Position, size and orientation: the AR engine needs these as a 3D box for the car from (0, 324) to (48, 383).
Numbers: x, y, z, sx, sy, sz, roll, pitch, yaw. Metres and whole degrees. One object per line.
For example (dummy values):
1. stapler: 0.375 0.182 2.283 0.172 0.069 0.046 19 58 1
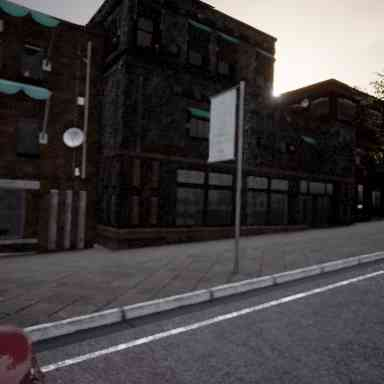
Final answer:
1. car: -3.131 1.524 1.452 4.674 1.442 1.812 0 0 -35
